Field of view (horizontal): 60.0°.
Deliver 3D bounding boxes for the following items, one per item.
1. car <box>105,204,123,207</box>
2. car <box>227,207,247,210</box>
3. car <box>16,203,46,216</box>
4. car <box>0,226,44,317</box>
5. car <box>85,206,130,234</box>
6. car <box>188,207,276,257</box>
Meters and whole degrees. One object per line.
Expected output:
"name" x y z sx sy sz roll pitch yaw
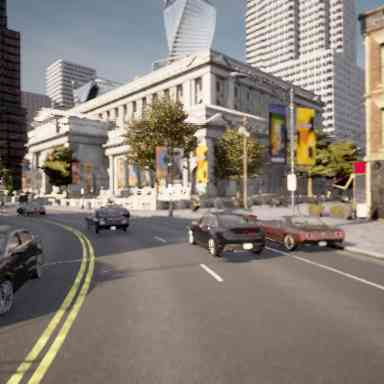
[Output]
"car" -7.221 1.797 30.059 1.994 1.385 4.181 0 0 -36
"car" 2.267 1.609 19.836 2.002 1.452 4.674 0 0 -24
"car" -18.176 1.922 37.499 2.033 1.411 5.357 0 0 -43
"car" -4.681 1.576 7.453 2.128 1.511 4.902 0 0 -13
"car" -5.435 1.766 20.797 1.895 1.301 4.718 0 0 -26
"car" 1.202 1.568 13.357 1.837 1.490 4.892 0 0 -16
